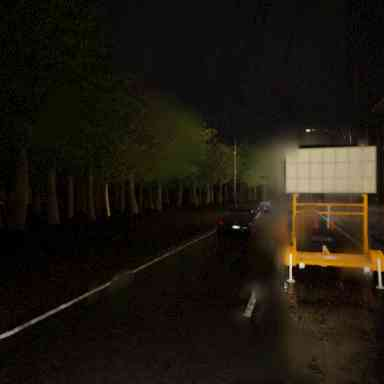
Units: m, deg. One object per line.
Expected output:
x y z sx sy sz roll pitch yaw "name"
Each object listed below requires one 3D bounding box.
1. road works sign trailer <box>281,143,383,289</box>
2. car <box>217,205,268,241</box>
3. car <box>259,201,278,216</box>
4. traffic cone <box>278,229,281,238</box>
3.836 0.464 9.359 2.380 3.560 2.880 0 0 17 "road works sign trailer"
2.586 1.575 16.964 1.994 1.385 4.181 0 0 17 "car"
7.617 1.607 33.578 2.033 1.411 5.357 0 0 17 "car"
4.440 1.968 16.489 0.340 0.580 0.340 0 0 17 "traffic cone"
